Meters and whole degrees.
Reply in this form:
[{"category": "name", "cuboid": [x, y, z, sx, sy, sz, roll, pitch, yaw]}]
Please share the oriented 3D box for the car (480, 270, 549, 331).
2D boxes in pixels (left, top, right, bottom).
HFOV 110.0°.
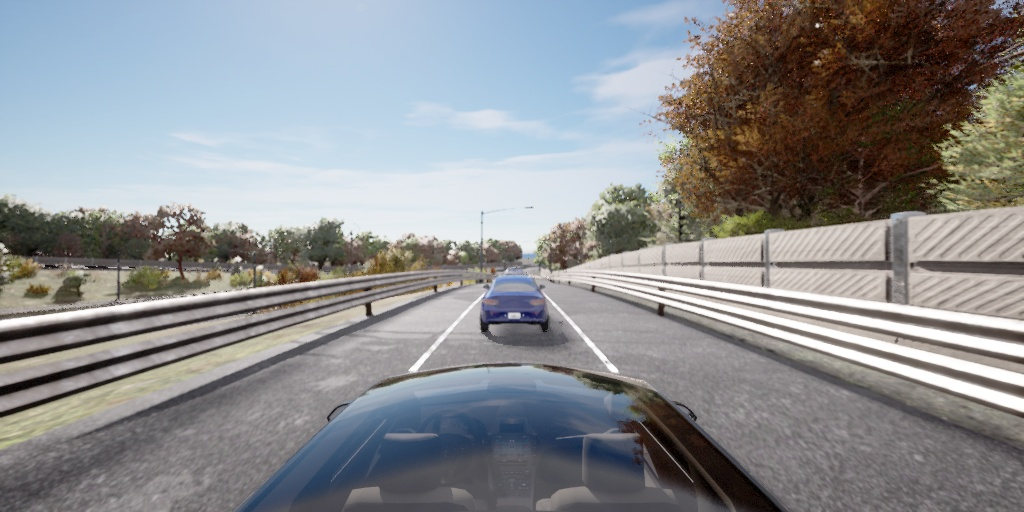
[{"category": "car", "cuboid": [0.067, 1.306, 10.975, 1.812, 1.442, 4.674, 0, -1, 0]}]
